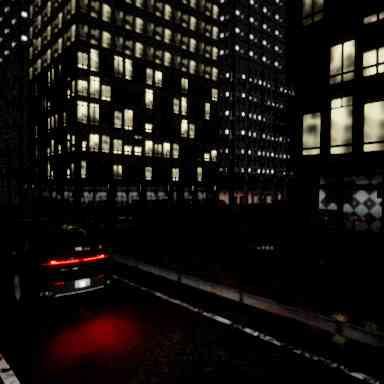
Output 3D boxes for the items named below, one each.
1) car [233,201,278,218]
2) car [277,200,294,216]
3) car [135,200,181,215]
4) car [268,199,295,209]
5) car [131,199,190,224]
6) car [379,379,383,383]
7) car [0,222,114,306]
[{"bbox_3d":[6.293,1.816,33.937,4.829,1.417,1.752,1,0,-40],"label":"car"},{"bbox_3d":[10.486,1.918,37.450,4.206,1.307,1.802,1,0,-40],"label":"car"},{"bbox_3d":[-3.674,1.626,36.521,4.829,1.417,1.752,1,0,-40],"label":"car"},{"bbox_3d":[13.747,1.857,51.109,4.313,1.339,1.947,1,0,-40],"label":"car"},{"bbox_3d":[-2.483,1.508,26.586,5.009,1.841,2.192,1,0,-40],"label":"car"},{"bbox_3d":[2.823,1.353,0.847,2.097,1.767,4.553,0,0,-41],"label":"car"},{"bbox_3d":[-3.679,1.495,8.196,1.837,1.490,4.892,0,0,-41],"label":"car"}]
